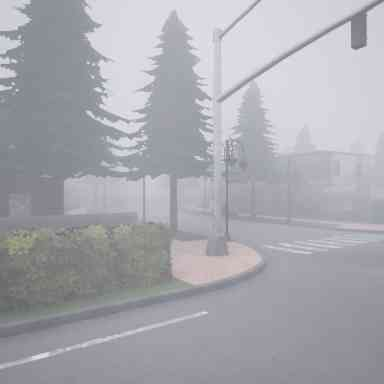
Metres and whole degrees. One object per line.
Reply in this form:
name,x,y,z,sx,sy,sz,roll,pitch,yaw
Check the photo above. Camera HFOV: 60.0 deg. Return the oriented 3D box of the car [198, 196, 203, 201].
car,3.658,1.801,90.006,1.895,1.301,4.718,0,0,36
